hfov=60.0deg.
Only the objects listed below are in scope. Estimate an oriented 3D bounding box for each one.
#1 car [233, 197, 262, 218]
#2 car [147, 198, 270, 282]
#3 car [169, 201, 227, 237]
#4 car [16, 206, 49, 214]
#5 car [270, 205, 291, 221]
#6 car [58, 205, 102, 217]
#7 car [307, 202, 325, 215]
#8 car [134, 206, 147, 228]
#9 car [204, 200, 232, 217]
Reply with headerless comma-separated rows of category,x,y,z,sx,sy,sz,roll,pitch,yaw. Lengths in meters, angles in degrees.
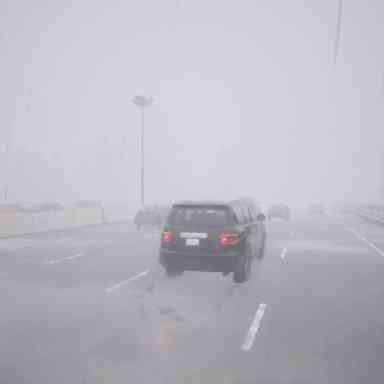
car,6.004,1.622,35.568,2.150,2.045,5.566,0,-1,19
car,0.906,1.263,10.203,2.150,2.045,5.566,0,0,19
car,0.507,1.483,19.731,2.097,1.767,4.553,0,-1,19
car,-14.111,1.727,31.587,1.882,1.535,5.008,0,-1,19
car,8.253,1.884,31.371,2.033,1.411,5.357,0,-1,19
car,-10.466,1.612,31.414,2.097,1.767,4.553,0,-1,19
car,15.628,2.039,41.941,1.882,1.535,5.008,0,-1,19
car,-2.139,1.650,22.777,2.128,1.511,4.902,0,-1,19
car,3.061,1.782,37.761,2.097,1.767,4.553,0,-1,19
